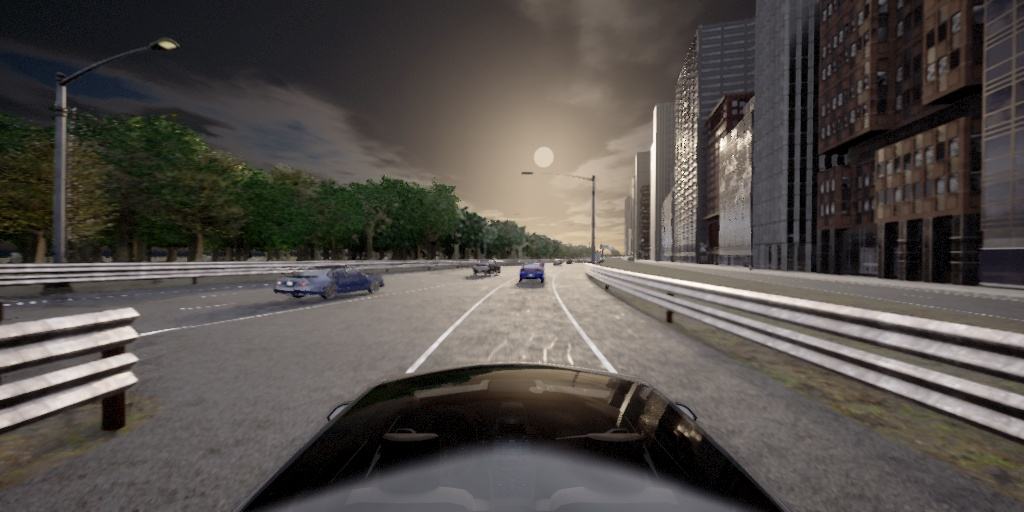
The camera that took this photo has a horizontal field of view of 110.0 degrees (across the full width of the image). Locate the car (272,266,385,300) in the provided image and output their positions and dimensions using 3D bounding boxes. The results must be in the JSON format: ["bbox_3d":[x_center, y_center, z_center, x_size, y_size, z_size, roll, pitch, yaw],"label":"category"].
[{"bbox_3d":[-8.242,1.183,16.802,2.033,1.411,5.357,1,0,15],"label":"car"}]

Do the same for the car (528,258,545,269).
[{"bbox_3d":[4.292,1.285,62.734,2.097,1.767,4.553,1,0,15],"label":"car"}]

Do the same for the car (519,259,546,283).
[{"bbox_3d":[1.690,1.278,29.039,1.882,1.535,5.008,0,0,7],"label":"car"}]

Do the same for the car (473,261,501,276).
[{"bbox_3d":[-2.532,1.267,37.712,2.128,1.511,4.902,1,0,15],"label":"car"}]
